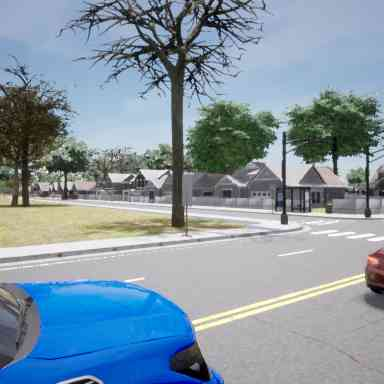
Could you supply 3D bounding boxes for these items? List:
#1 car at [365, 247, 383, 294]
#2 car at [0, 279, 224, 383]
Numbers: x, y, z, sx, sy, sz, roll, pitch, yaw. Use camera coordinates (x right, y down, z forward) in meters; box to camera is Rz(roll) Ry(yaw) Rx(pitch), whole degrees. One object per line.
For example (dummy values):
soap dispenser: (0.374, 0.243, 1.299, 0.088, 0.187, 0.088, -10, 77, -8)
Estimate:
car: (5.677, 1.525, 7.464, 4.674, 1.442, 1.812, 0, 0, -36)
car: (-2.399, 1.222, 1.730, 5.566, 2.045, 2.150, 0, 0, -36)
